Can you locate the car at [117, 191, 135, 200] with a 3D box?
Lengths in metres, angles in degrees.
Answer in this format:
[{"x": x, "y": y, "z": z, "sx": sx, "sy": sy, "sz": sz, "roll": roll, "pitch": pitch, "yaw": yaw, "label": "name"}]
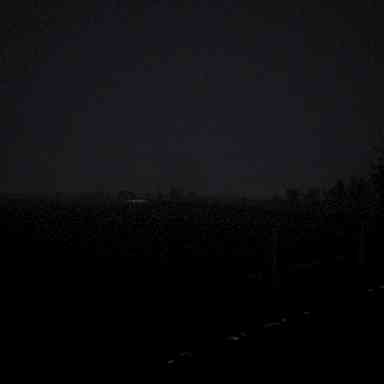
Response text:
[{"x": -10.847, "y": 0.505, "z": 55.442, "sx": 1.882, "sy": 1.535, "sz": 5.008, "roll": -1, "pitch": 2, "yaw": -35, "label": "car"}]
